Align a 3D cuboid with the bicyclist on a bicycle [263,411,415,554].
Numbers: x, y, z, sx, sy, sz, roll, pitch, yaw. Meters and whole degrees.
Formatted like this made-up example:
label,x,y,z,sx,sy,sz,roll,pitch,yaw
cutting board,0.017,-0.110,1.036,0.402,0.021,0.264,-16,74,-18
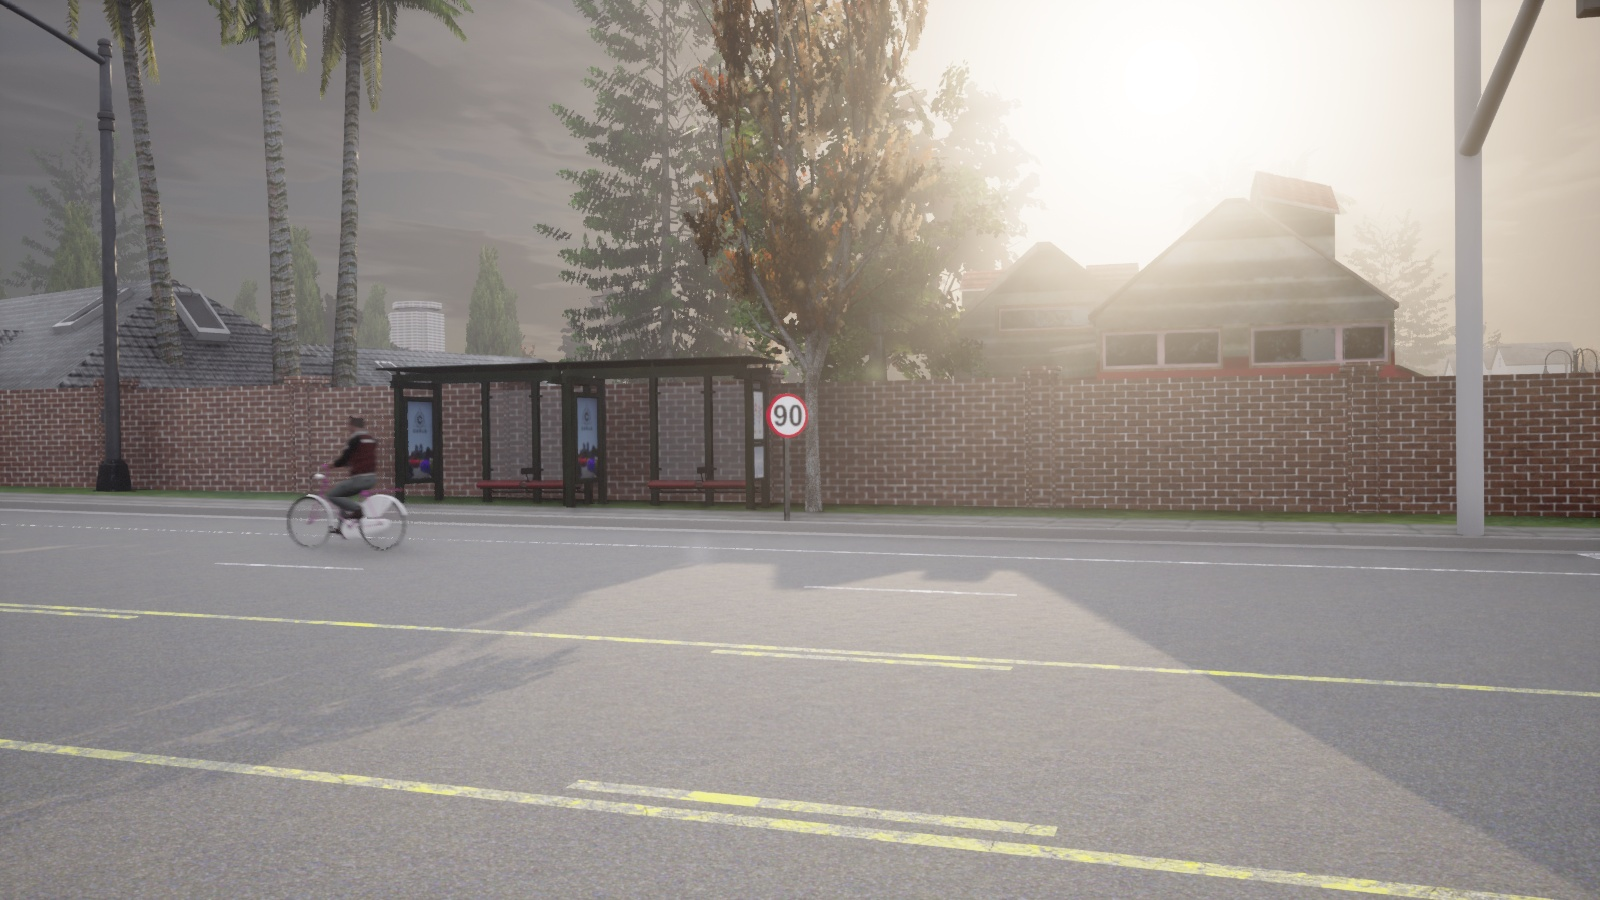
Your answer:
label,x,y,z,sx,sy,sz,roll,pitch,yaw
bicyclist on a bicycle,-5.969,0.393,16.275,1.843,1.776,0.659,1,1,19
